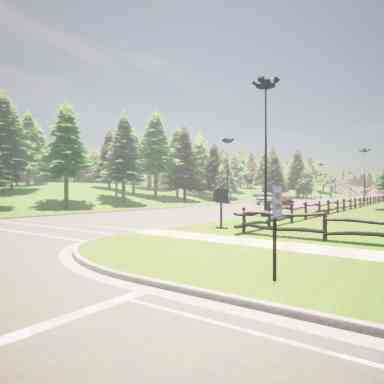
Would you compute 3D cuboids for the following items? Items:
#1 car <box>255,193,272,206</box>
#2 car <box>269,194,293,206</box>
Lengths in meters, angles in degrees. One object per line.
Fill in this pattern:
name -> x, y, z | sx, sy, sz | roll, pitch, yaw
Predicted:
car -> 12.852, 1.226, 57.220 | 2.150, 2.045, 5.566 | 0, 0, 35
car -> 14.732, 1.477, 53.832 | 1.882, 1.535, 5.008 | 0, 0, 36
